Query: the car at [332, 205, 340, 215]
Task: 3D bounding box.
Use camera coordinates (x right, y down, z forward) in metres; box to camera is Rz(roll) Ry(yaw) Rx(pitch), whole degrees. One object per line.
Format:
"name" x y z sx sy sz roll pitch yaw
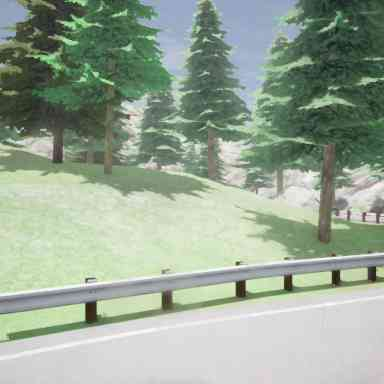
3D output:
"car" 12.640 1.579 33.076 1.994 1.385 4.181 0 0 -20

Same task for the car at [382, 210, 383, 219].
"car" 16.073 1.367 23.645 2.097 1.767 4.553 0 0 -20
